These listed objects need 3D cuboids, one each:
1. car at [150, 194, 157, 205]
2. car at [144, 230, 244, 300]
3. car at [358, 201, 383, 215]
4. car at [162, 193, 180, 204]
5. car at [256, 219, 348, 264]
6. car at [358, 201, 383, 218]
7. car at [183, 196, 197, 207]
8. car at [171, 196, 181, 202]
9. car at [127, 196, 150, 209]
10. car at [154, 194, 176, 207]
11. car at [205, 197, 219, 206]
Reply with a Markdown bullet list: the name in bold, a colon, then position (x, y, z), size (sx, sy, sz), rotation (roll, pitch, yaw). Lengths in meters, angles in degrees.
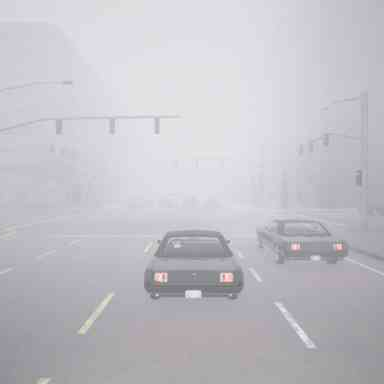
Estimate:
- **car**: position (-7.461, 1.526, 58.402), size (1.812, 1.442, 4.674), rotation (0, 1, 1)
- **car**: position (0.044, 1.601, 8.369), size (1.895, 1.301, 4.718), rotation (0, 0, 0)
- **car**: position (19.992, 1.656, 34.364), size (4.718, 1.301, 1.895), rotation (0, 0, 0)
- **car**: position (-3.897, 1.221, 62.593), size (2.150, 2.045, 5.566), rotation (0, 0, 1)
- **car**: position (3.551, 1.601, 11.754), size (1.895, 1.301, 4.718), rotation (0, 0, 0)
- **car**: position (18.063, 1.533, 30.865), size (5.008, 1.535, 1.882), rotation (0, 0, 0)
- **car**: position (-0.314, 1.351, 52.626), size (2.097, 1.767, 4.553), rotation (0, 0, 0)
- **car**: position (-3.706, 1.539, 76.313), size (1.994, 1.385, 4.181), rotation (0, 0, 1)
- **car**: position (-7.550, 1.353, 45.771), size (2.097, 1.767, 4.553), rotation (0, 0, 1)
- **car**: position (-4.006, 1.491, 50.457), size (2.128, 1.511, 4.902), rotation (0, 0, 0)
- **car**: position (3.189, 1.563, 53.534), size (1.994, 1.385, 4.181), rotation (0, 0, 0)
